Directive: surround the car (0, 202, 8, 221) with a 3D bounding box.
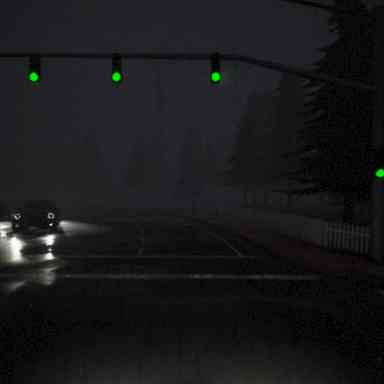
[{"bbox_3d":[-14.763,1.421,25.021,1.994,1.385,4.181,0,0,-30],"label":"car"}]

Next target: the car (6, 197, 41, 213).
[{"bbox_3d":[-18.137,1.295,35.672,1.882,1.535,5.008,0,0,-45],"label":"car"}]

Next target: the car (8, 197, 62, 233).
[{"bbox_3d":[-8.716,1.237,19.030,2.097,1.767,4.553,0,0,-17],"label":"car"}]

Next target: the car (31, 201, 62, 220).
[{"bbox_3d":[-12.032,1.454,27.386,1.895,1.301,4.718,0,0,-29],"label":"car"}]
